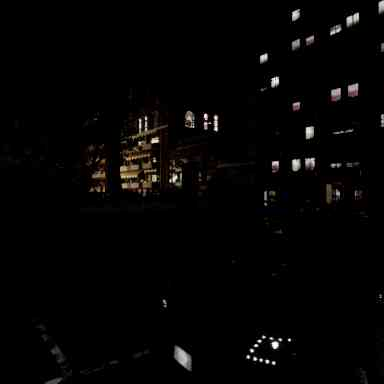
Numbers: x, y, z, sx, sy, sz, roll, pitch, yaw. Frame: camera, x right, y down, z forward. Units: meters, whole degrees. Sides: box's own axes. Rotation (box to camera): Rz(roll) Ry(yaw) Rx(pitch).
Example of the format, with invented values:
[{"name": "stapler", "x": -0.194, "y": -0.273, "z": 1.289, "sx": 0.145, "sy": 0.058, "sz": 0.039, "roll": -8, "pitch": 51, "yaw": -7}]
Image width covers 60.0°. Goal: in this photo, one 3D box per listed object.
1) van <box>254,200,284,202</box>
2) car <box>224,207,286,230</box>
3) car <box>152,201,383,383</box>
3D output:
[{"name": "van", "x": 7.160, "y": 1.643, "z": 30.208, "sx": 1.690, "sy": 1.788, "sz": 3.998, "roll": -1, "pitch": 0, "yaw": -36}, {"name": "car", "x": 4.453, "y": 1.830, "z": 24.109, "sx": 1.994, "sy": 1.385, "sz": 4.181, "roll": 0, "pitch": -1, "yaw": -37}, {"name": "car", "x": 2.222, "y": 1.220, "z": 4.672, "sx": 5.566, "sy": 2.045, "sz": 2.150, "roll": 0, "pitch": 0, "yaw": -33}]
